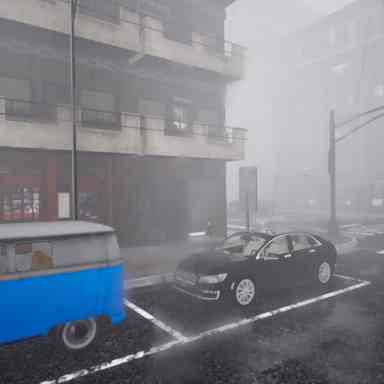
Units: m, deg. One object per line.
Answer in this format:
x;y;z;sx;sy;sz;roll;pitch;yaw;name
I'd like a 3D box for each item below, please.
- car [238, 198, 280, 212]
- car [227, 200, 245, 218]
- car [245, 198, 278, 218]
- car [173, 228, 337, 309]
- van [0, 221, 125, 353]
7.312;1.356;36.581;1.887;1.381;4.507;-1;1;-35;car
2.151;1.506;28.916;1.887;1.381;4.507;-1;1;-35;car
5.130;1.429;29.383;1.837;1.490;4.892;-1;1;-35;car
1.623;1.549;7.739;4.403;1.369;2.008;0;-1;-36;car
-2.917;1.341;4.496;3.998;1.788;1.690;0;-1;-36;van
